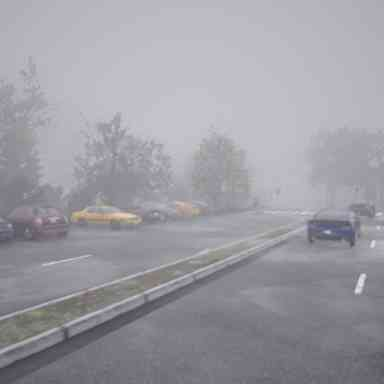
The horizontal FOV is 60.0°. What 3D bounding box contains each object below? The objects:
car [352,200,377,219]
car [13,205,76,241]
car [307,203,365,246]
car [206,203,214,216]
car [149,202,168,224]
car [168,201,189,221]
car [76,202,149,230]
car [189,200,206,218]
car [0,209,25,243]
[{"bbox_3d":[14.704,1.428,28.747,1.837,1.490,4.892,0,0,33],"label":"car"},{"bbox_3d":[-8.755,1.477,17.781,4.553,1.767,2.185,0,0,31],"label":"car"},{"bbox_3d":[6.849,1.501,15.767,1.882,1.535,5.008,0,0,31],"label":"car"},{"bbox_3d":[-0.295,1.573,31.973,4.892,1.521,2.231,0,0,31],"label":"car"},{"bbox_3d":[-4.565,1.631,24.903,4.792,1.488,2.163,0,0,31],"label":"car"},{"bbox_3d":[-3.133,1.594,27.252,4.892,1.521,2.231,0,0,31],"label":"car"},{"bbox_3d":[-5.797,1.600,22.424,5.366,1.575,1.946,0,0,31],"label":"car"},{"bbox_3d":[-1.710,1.583,29.609,5.008,1.535,2.097,0,0,31],"label":"car"},{"bbox_3d":[-10.196,1.633,15.425,4.674,1.452,2.002,0,0,31],"label":"car"}]
